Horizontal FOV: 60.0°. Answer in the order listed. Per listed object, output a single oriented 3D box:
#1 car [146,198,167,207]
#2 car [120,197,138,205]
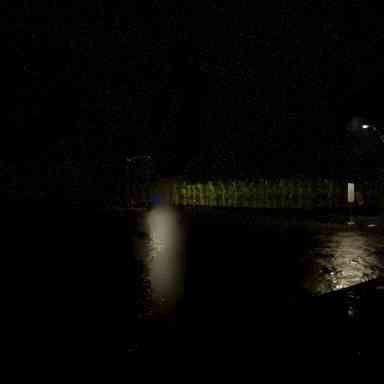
[{"bbox_3d":[-5.730,1.665,53.926,1.812,1.442,4.674,-1,0,-36],"label":"car"},{"bbox_3d":[-11.810,1.685,62.120,1.837,1.490,4.892,-1,0,-36],"label":"car"}]
